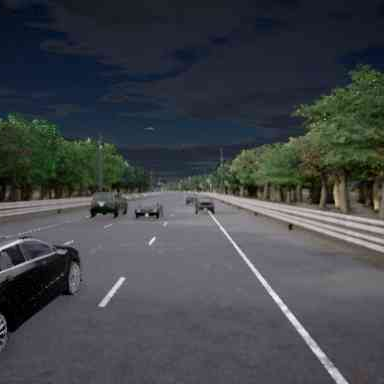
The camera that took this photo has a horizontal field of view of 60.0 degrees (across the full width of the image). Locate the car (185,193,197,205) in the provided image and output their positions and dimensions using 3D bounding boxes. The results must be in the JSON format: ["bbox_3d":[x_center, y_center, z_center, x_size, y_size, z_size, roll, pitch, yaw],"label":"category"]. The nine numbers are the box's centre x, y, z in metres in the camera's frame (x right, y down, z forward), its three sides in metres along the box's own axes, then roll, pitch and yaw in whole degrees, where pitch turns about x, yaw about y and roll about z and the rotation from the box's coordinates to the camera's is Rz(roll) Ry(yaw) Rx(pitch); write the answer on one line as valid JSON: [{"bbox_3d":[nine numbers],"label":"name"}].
[{"bbox_3d":[-0.011,1.183,51.138,1.837,1.490,4.892,0,1,0],"label":"car"}]

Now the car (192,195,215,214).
[{"bbox_3d":[1.218,1.300,32.599,1.837,1.490,4.892,0,0,0],"label":"car"}]

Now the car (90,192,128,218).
[{"bbox_3d":[-6.906,1.044,28.042,2.150,2.045,5.566,0,0,0],"label":"car"}]

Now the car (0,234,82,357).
[{"bbox_3d":[-3.401,1.456,5.607,2.128,1.511,4.902,0,0,0],"label":"car"}]

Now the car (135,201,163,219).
[{"bbox_3d":[-3.406,1.429,27.291,1.895,1.301,4.718,0,0,0],"label":"car"}]

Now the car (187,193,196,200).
[{"bbox_3d":[-0.016,0.879,69.699,1.837,1.490,4.892,0,0,0],"label":"car"}]
